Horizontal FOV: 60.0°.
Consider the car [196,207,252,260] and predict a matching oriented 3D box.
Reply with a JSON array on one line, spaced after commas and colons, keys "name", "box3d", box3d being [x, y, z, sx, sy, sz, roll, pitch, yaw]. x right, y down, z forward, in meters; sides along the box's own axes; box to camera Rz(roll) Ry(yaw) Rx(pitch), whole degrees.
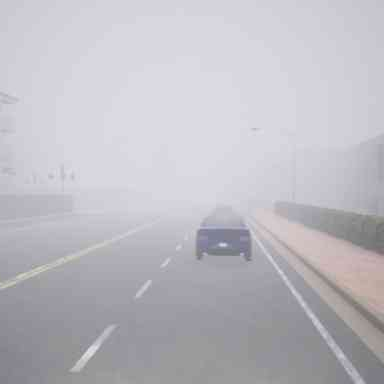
[{"name": "car", "box3d": [1.224, 1.554, 12.960, 1.882, 1.535, 5.008, 0, -1, 5]}]

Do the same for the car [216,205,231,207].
[{"name": "car", "box3d": [2.577, 1.723, 27.369, 1.994, 1.385, 4.181, 0, 0, 6]}]
